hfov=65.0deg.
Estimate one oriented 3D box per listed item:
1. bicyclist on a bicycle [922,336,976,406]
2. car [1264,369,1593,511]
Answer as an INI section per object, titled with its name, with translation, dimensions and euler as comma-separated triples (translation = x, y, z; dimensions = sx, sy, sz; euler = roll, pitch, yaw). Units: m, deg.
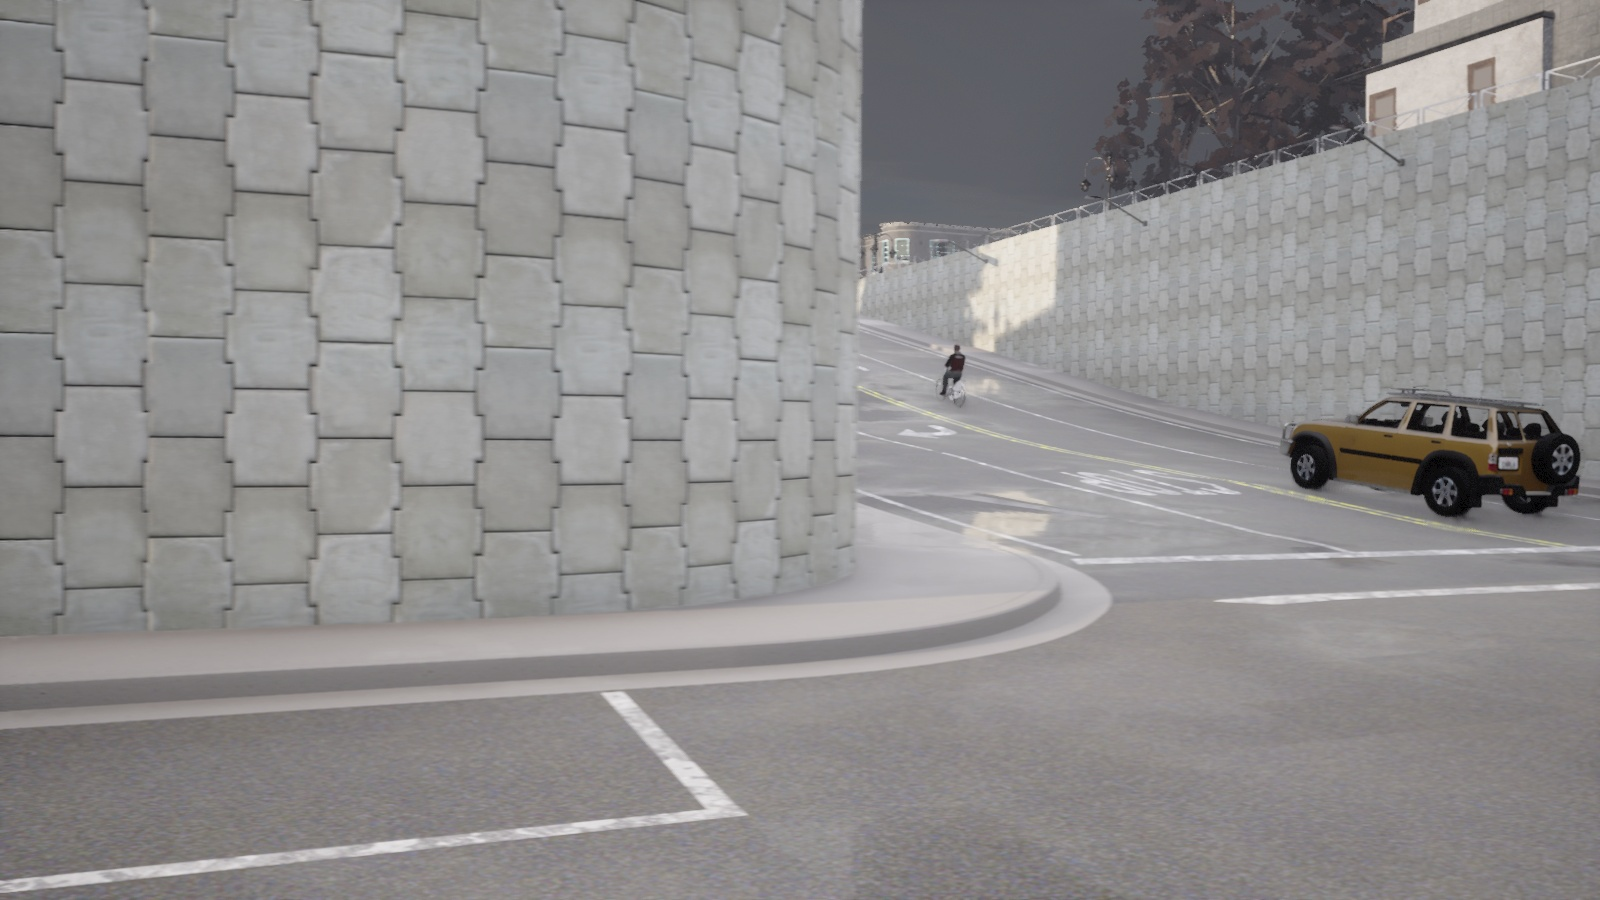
[bicyclist on a bicycle]
translation = 4.275, -2.291, 36.181
dimensions = 0.659, 1.776, 1.843
euler = -1, 11, -21
[car]
translation = 10.109, -0.285, 20.683
dimensions = 1.932, 1.855, 4.605
euler = 0, 6, -22
